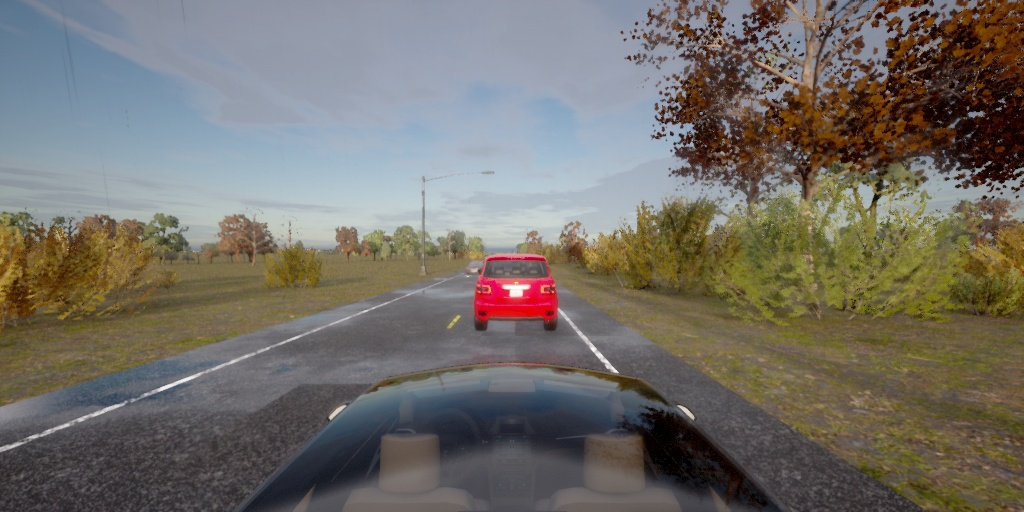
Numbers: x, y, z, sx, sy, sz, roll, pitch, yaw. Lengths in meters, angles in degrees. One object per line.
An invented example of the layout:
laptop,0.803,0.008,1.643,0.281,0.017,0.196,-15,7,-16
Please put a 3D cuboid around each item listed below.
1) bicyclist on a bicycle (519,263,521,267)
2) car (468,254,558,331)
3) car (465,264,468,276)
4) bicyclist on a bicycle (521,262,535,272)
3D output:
bicyclist on a bicycle,0.907,1.091,28.811,0.659,1.776,1.843,0,0,0
car,0.093,0.961,11.091,2.150,2.045,5.566,0,0,0
car,-3.708,1.238,37.597,1.812,1.442,4.674,0,0,0
bicyclist on a bicycle,0.945,1.102,18.798,0.659,1.776,1.843,0,0,0
